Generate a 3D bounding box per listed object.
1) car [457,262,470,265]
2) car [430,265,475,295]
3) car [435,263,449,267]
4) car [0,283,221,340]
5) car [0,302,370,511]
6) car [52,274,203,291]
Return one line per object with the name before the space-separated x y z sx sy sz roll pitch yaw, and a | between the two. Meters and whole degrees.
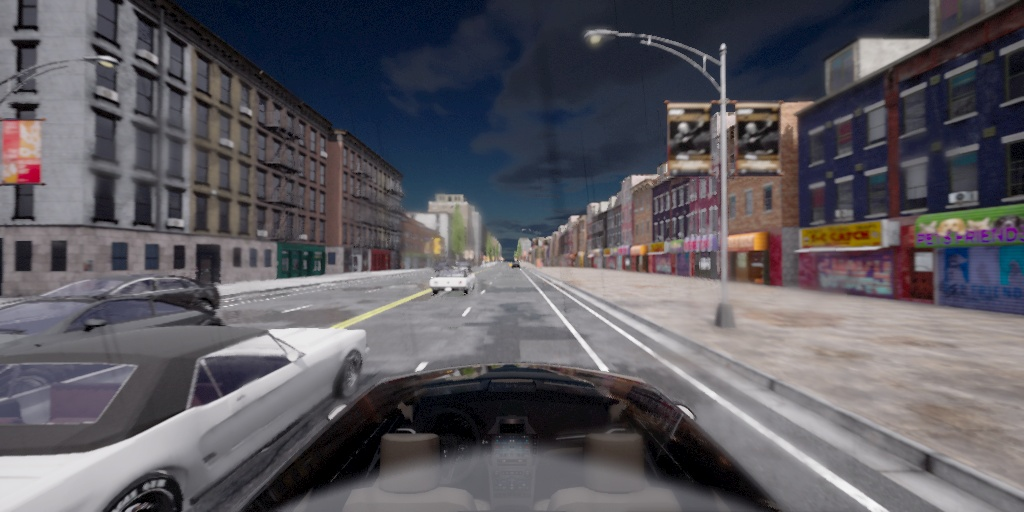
car | -6.562 1.547 48.569 2.128 1.511 4.902 0 -1 0
car | -3.149 1.376 19.959 1.895 1.301 4.718 0 0 0
car | -9.807 1.647 51.136 1.994 1.385 4.181 0 -1 0
car | -6.598 1.308 5.338 1.994 1.385 4.181 0 0 0
car | -3.151 1.348 3.510 1.895 1.301 4.718 0 0 0
car | -9.848 1.236 8.970 2.128 1.511 4.902 0 0 0
